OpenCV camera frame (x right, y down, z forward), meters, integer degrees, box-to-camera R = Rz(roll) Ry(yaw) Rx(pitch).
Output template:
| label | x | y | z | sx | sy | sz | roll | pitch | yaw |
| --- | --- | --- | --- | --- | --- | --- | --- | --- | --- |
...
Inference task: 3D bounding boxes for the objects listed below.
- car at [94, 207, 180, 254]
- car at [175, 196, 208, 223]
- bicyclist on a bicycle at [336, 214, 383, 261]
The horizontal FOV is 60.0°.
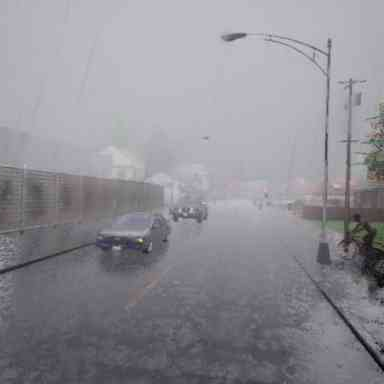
| label | x | y | z | sx | sy | sz | roll | pitch | yaw |
| --- | --- | --- | --- | --- | --- | --- | --- | --- | --- |
| car | -2.160 | 1.562 | 14.039 | 2.033 | 1.411 | 5.357 | 2 | 0 | 9 |
| car | -0.010 | 1.381 | 27.559 | 2.150 | 2.045 | 5.566 | 2 | -1 | 10 |
| bicyclist on a bicycle | 5.920 | 1.599 | 11.651 | 1.656 | 1.620 | 0.582 | 2 | 0 | 9 |
